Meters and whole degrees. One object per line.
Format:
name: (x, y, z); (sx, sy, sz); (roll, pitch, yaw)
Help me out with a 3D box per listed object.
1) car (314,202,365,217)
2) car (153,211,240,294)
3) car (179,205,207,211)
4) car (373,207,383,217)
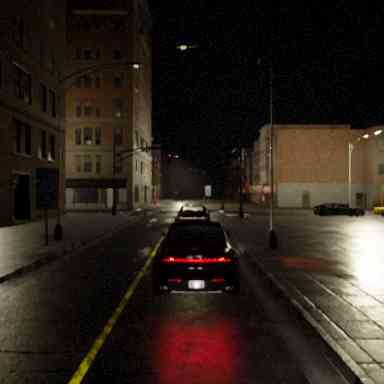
car: (13.208, 1.601, 29.961); (4.313, 1.339, 1.947); (0, 0, 0)
car: (0.095, 1.477, 8.662); (1.837, 1.490, 4.892); (0, 0, 0)
car: (0.082, 1.433, 18.078); (2.128, 1.511, 4.902); (0, 0, 2)
car: (19.001, 1.605, 29.976); (4.829, 1.417, 1.752); (0, 0, 0)
